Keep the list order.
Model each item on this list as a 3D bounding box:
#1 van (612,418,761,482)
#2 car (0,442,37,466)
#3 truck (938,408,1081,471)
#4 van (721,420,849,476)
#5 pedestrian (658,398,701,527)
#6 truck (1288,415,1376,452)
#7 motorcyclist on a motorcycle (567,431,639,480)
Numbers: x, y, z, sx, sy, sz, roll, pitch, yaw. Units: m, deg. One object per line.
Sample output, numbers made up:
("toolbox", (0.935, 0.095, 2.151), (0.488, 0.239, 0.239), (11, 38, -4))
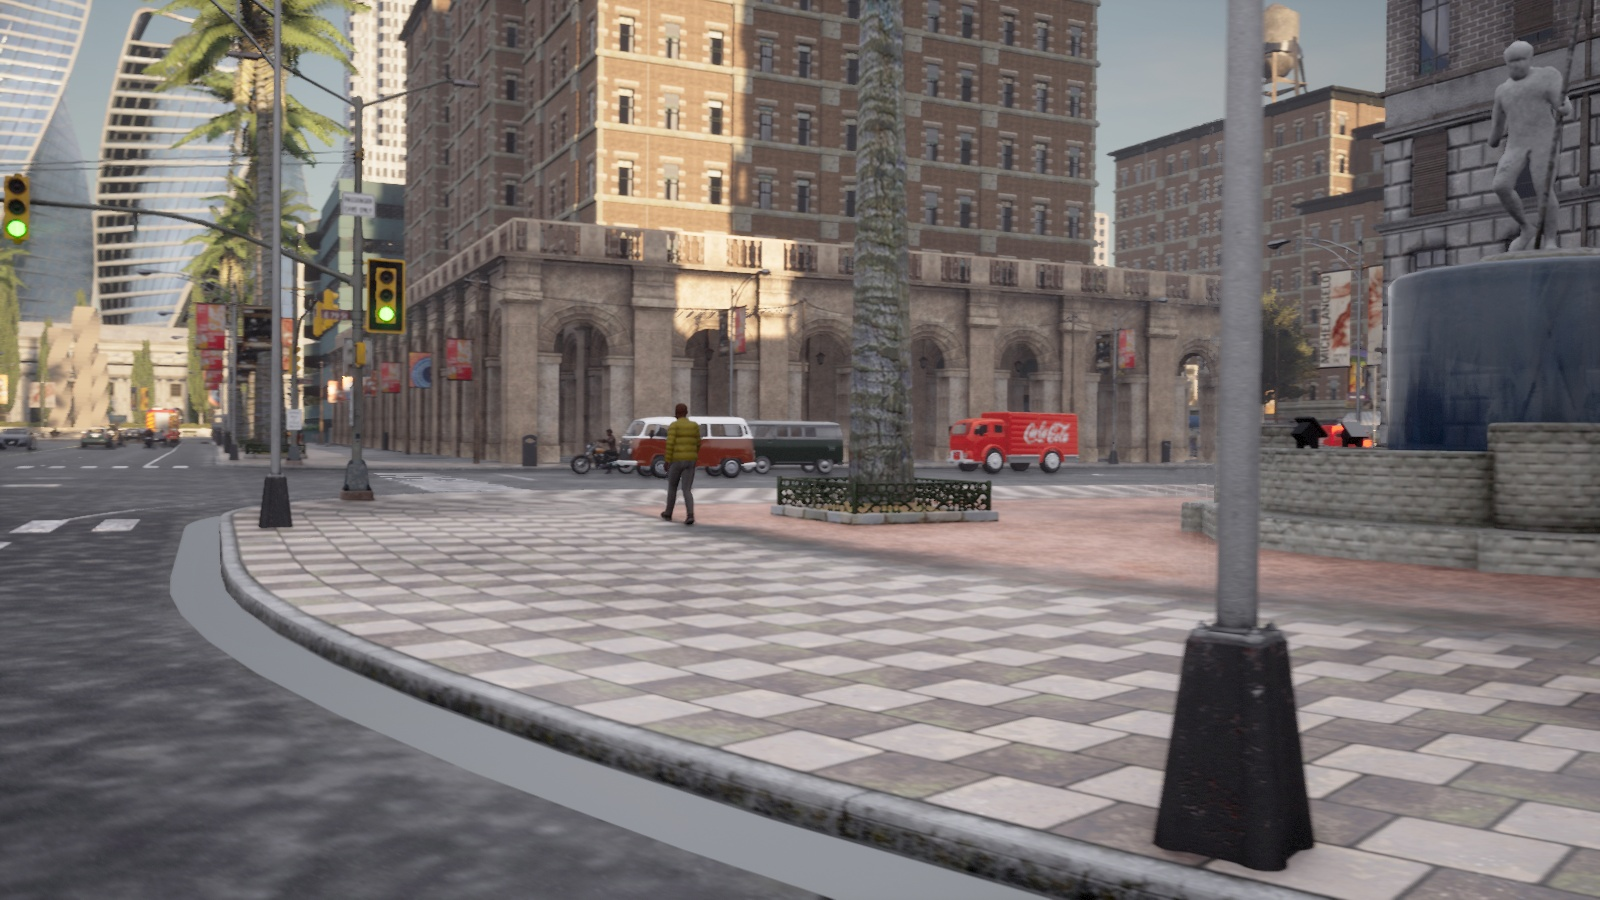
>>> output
("van", (-3.785, -0.037, 41.780), (4.480, 2.038, 2.069), (-1, 1, -25))
("car", (-48.744, 0.224, 77.848), (1.994, 1.385, 4.181), (-1, 1, -25))
("truck", (8.600, -0.472, 51.496), (5.204, 2.467, 2.627), (-1, 1, -25))
("van", (-0.572, -0.102, 47.128), (4.442, 1.987, 1.775), (-1, 1, -24))
("pedestrian", (-1.751, 0.174, 18.253), (0.370, 1.835, 0.726), (-1, 1, -26))
("truck", (36.786, -1.150, 86.973), (2.627, 2.467, 5.204), (-1, 1, -26))
("motorcyclist on a motorcycle", (-6.913, 0.187, 44.073), (2.350, 1.649, 0.766), (-1, 1, -25))
